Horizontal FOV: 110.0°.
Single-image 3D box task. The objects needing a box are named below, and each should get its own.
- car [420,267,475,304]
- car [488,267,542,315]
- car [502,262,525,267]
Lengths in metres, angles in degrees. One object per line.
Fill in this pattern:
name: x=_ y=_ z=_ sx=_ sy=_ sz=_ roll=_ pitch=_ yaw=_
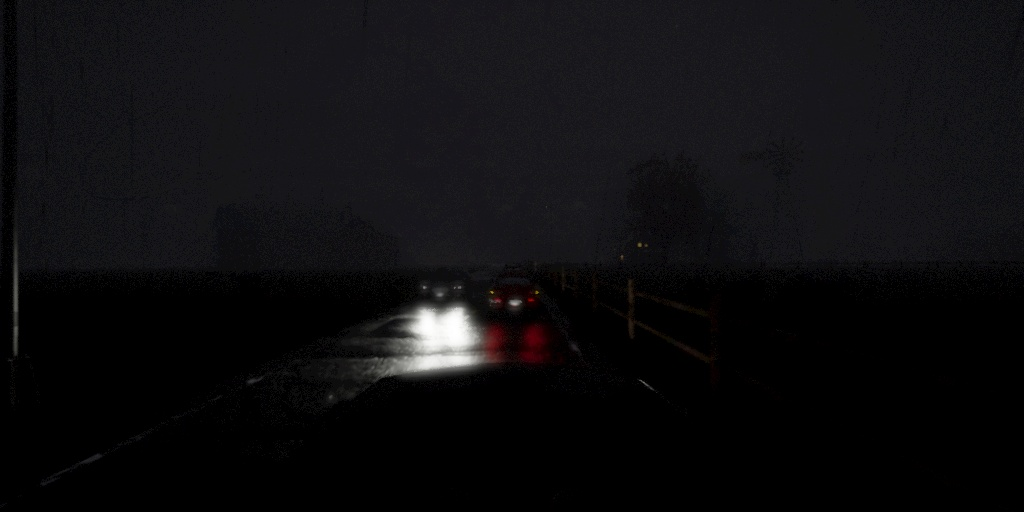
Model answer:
car: x=-2.836 y=1.268 z=16.584 sx=2.128 sy=1.511 sz=4.902 roll=0 pitch=0 yaw=0
car: x=0.099 y=1.295 z=13.477 sx=1.812 sy=1.442 sz=4.674 roll=0 pitch=0 yaw=0
car: x=0.095 y=1.306 z=31.857 sx=2.128 sy=1.511 sz=4.902 roll=0 pitch=0 yaw=0
